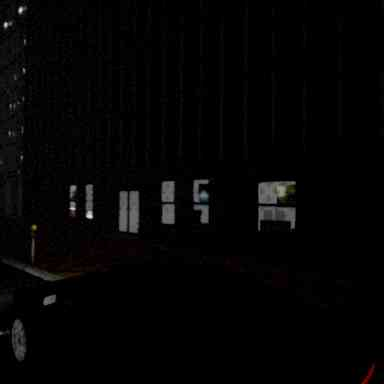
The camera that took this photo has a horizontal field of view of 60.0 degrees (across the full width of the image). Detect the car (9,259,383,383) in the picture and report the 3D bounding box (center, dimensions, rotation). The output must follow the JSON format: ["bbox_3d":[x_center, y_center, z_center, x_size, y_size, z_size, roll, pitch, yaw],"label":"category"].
[{"bbox_3d":[-0.508,1.574,4.025,5.008,1.535,1.882,0,-2,43],"label":"car"}]
